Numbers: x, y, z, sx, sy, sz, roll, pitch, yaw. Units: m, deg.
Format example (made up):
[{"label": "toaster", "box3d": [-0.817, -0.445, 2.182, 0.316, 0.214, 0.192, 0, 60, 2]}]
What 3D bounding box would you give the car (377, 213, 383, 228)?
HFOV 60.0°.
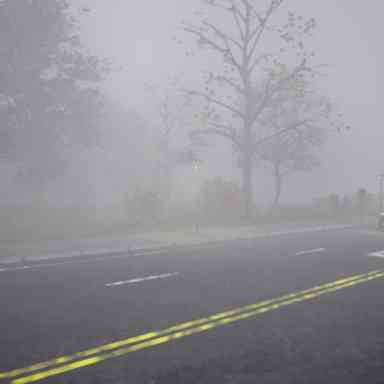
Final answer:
[{"label": "car", "box3d": [14.464, 1.640, 22.582, 5.008, 1.535, 1.882, 1, -1, -37]}]
